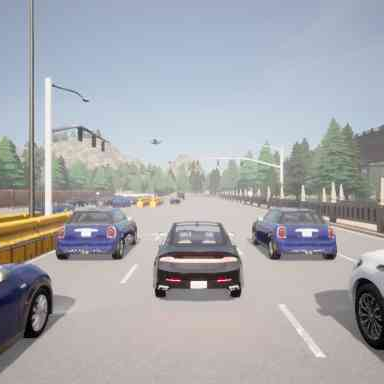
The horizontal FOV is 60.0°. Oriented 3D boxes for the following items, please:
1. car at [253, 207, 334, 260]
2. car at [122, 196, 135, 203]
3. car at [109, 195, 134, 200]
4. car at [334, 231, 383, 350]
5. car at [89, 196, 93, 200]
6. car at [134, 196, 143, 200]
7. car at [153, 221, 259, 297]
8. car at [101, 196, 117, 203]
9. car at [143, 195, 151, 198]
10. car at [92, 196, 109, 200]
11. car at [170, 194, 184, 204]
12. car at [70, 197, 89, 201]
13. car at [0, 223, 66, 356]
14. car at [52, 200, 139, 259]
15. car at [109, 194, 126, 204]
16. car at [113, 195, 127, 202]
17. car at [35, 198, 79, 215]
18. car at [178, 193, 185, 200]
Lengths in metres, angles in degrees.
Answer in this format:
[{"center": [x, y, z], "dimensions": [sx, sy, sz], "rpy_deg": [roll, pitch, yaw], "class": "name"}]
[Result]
[{"center": [3.647, 1.352, 12.653], "dimensions": [2.097, 1.767, 4.553], "rpy_deg": [0, 0, 0], "class": "car"}, {"center": [-13.715, 1.553, 72.146], "dimensions": [1.994, 1.385, 4.181], "rpy_deg": [0, 0, 0], "class": "car"}, {"center": [-10.393, 1.478, 49.267], "dimensions": [1.882, 1.535, 5.008], "rpy_deg": [0, 0, 0], "class": "car"}, {"center": [3.615, 1.221, 3.068], "dimensions": [2.150, 2.045, 5.566], "rpy_deg": [0, 0, 0], "class": "car"}, {"center": [-17.337, 1.505, 58.809], "dimensions": [1.837, 1.490, 4.892], "rpy_deg": [0, 0, 1], "class": "car"}, {"center": [-10.348, 1.526, 58.334], "dimensions": [1.812, 1.442, 4.674], "rpy_deg": [0, 0, 1], "class": "car"}, {"center": [0.132, 1.492, 8.540], "dimensions": [2.128, 1.511, 4.902], "rpy_deg": [0, 0, 0], "class": "car"}, {"center": [-17.227, 1.525, 69.235], "dimensions": [2.128, 1.511, 4.902], "rpy_deg": [0, 0, 0], "class": "car"}, {"center": [-10.241, 1.491, 67.696], "dimensions": [2.128, 1.511, 4.902], "rpy_deg": [0, 0, 0], "class": "car"}, {"center": [-13.864, 1.526, 52.983], "dimensions": [1.812, 1.442, 4.674], "rpy_deg": [0, 0, 1], "class": "car"}, {"center": [-3.148, 1.601, 64.644], "dimensions": [1.895, 1.301, 4.718], "rpy_deg": [0, 0, 0], "class": "car"}, {"center": [-17.411, 1.505, 49.395], "dimensions": [1.837, 1.490, 4.892], "rpy_deg": [0, 0, 1], "class": "car"}, {"center": [-3.383, 1.352, 3.759], "dimensions": [2.097, 1.767, 4.553], "rpy_deg": [0, 0, 0], "class": "car"}, {"center": [-3.401, 1.352, 12.675], "dimensions": [2.097, 1.767, 4.553], "rpy_deg": [0, 0, -1], "class": "car"}, {"center": [-13.807, 1.352, 62.126], "dimensions": [2.097, 1.767, 4.553], "rpy_deg": [0, 0, 1], "class": "car"}, {"center": [-17.185, 1.540, 79.726], "dimensions": [2.033, 1.411, 5.357], "rpy_deg": [0, 0, 0], "class": "car"}, {"center": [-13.216, 1.564, 31.631], "dimensions": [4.181, 1.385, 1.994], "rpy_deg": [0, 0, -21], "class": "car"}, {"center": [-3.134, 1.225, 92.572], "dimensions": [2.150, 2.045, 5.566], "rpy_deg": [0, 0, 0], "class": "car"}]
